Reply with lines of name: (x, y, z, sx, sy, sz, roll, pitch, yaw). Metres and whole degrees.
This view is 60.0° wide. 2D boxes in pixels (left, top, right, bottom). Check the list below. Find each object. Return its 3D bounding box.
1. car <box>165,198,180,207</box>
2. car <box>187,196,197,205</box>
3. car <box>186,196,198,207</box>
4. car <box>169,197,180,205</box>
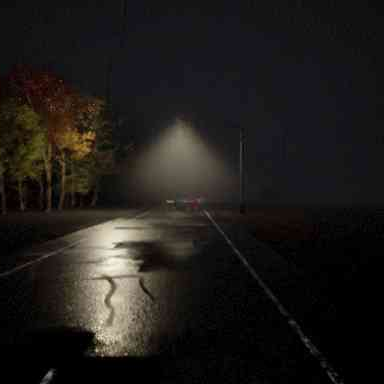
car: (-3.500, 1.782, 56.841, 2.128, 1.511, 4.902, 0, 0, 0)
car: (-0.002, 1.676, 67.234, 2.097, 1.767, 4.553, 0, 0, 0)
car: (0.000, 1.784, 57.224, 2.128, 1.511, 4.902, 0, 0, 0)
car: (-3.500, 1.847, 67.264, 2.033, 1.411, 5.357, 0, 0, 0)
